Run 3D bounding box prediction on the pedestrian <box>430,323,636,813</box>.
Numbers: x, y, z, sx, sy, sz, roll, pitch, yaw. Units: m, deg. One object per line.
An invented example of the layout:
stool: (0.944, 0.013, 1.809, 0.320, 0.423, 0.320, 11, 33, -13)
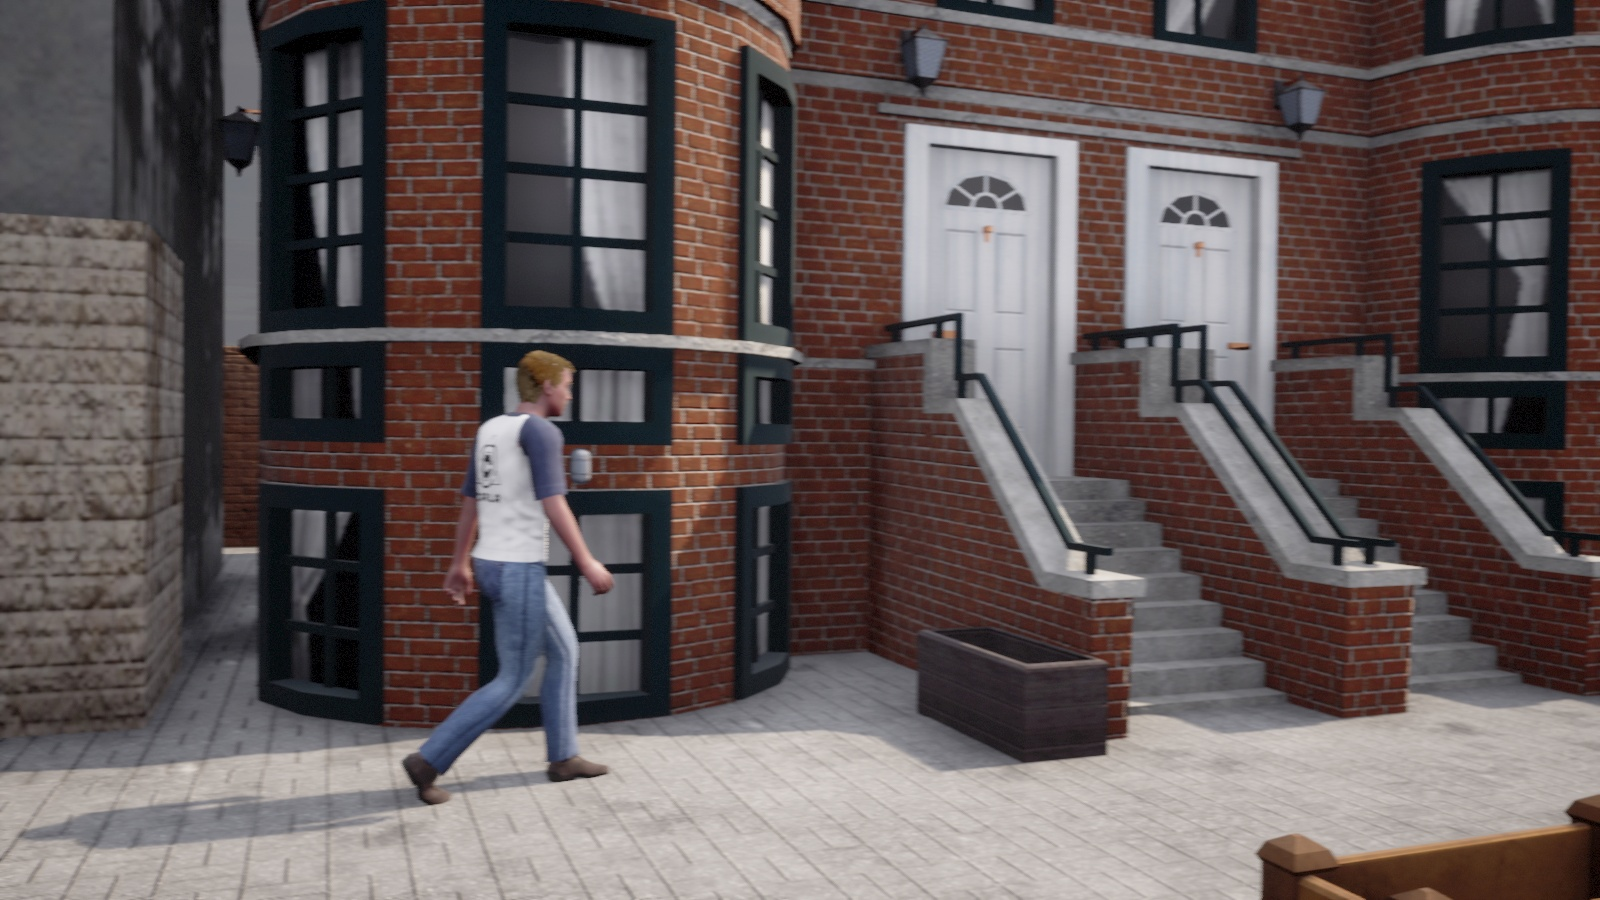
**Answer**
pedestrian: (-1.067, 0.437, 5.037, 0.706, 1.836, 0.354, -1, 1, -32)
